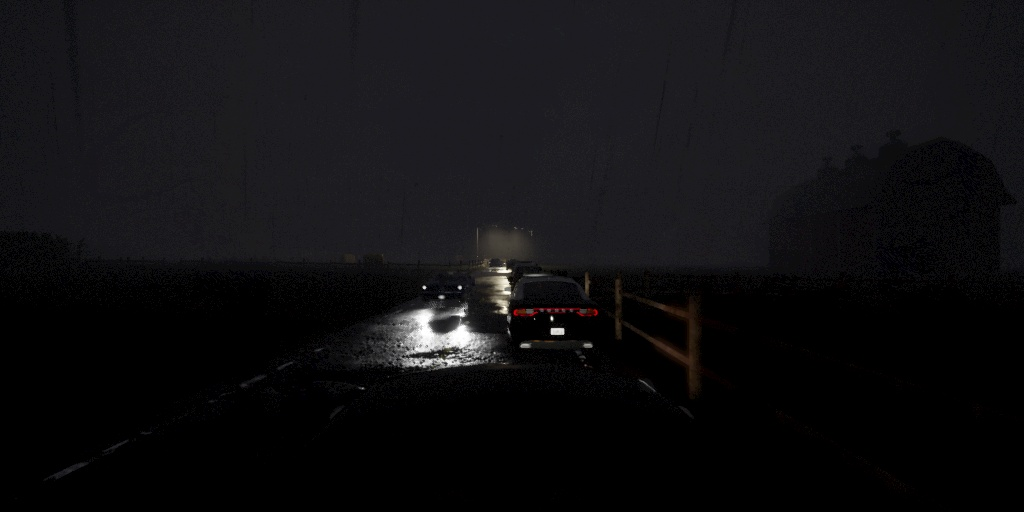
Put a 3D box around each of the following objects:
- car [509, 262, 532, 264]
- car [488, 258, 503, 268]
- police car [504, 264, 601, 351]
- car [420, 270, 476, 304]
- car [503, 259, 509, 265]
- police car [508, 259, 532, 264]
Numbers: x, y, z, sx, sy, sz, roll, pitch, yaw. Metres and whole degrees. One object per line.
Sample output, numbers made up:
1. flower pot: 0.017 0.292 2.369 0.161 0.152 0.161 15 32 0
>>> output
1. car: 0.862 1.253 19.030 1.837 1.490 4.892 0 0 0
2. car: -2.697 1.090 58.930 2.097 1.767 4.553 0 0 0
3. police car: 0.838 1.174 9.140 1.930 1.638 5.238 0 0 0
4. car: -2.817 1.350 16.633 1.895 1.301 4.718 0 0 0
5. car: 0.171 1.220 49.512 1.882 1.535 5.008 0 0 0
6. police car: 0.878 1.173 25.140 1.930 1.638 5.238 0 0 0
